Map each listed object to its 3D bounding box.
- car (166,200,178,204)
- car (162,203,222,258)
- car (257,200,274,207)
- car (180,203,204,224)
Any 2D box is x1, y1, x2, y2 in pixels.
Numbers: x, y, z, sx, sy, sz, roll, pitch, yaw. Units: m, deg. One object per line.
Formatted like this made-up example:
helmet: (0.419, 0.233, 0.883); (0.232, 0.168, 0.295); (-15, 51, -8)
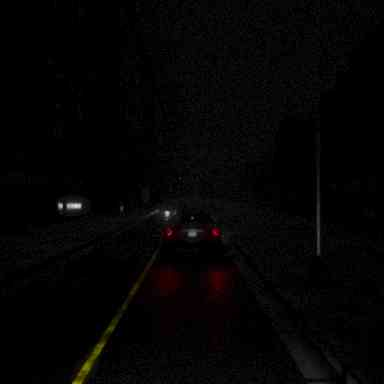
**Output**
car: (-2.753, 1.929, 48.152); (1.812, 1.442, 4.674); (0, -1, 1)
car: (0.027, 1.478, 13.426); (2.097, 1.767, 4.553); (0, -1, 0)
car: (13.916, 2.071, 58.286); (4.829, 1.417, 1.752); (0, -1, 0)
car: (0.033, 1.761, 28.493); (1.837, 1.490, 4.892); (0, 0, 0)
